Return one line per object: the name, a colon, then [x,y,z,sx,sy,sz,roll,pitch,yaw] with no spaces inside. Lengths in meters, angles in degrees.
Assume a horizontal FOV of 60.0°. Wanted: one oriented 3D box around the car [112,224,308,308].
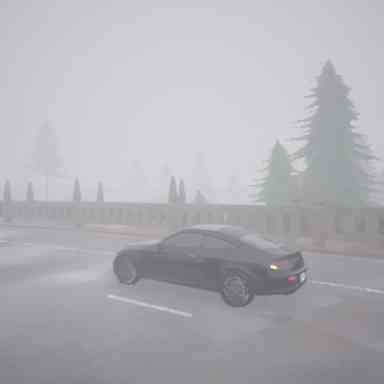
car: [0.236,1.490,7.778,4.674,1.442,1.812,0,0,33]
